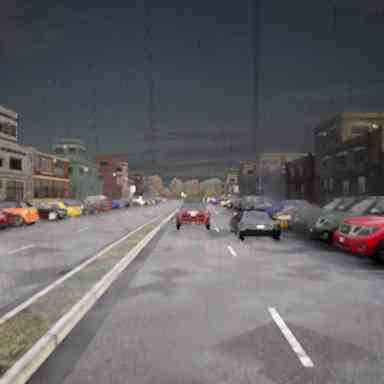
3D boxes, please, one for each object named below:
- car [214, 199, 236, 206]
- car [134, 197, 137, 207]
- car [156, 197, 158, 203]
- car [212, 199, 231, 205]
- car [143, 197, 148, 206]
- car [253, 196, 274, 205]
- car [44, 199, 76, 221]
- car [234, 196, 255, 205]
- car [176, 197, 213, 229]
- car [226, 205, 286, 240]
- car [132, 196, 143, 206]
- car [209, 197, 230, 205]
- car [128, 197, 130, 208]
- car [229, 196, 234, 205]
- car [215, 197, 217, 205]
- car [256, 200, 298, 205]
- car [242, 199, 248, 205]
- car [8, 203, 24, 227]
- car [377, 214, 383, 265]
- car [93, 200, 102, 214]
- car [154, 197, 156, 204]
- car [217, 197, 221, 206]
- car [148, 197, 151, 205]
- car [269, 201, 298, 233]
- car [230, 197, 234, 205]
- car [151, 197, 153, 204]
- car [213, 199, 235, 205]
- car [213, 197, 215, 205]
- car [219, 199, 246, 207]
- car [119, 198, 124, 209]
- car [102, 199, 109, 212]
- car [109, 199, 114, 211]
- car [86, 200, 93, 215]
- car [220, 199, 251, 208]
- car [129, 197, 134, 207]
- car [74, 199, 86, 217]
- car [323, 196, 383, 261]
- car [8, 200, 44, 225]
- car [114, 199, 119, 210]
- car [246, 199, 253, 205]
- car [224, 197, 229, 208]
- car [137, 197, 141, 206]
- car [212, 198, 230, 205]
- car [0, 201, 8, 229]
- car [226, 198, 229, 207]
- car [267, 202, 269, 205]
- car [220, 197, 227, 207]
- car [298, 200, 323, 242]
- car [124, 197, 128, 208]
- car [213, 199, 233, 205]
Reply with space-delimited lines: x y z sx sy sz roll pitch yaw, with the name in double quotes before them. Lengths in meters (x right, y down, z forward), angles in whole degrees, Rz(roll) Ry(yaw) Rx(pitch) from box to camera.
"car" 7.603 2.384 76.940 4.674 1.452 2.002 0 -1 0
"car" -12.733 2.015 58.253 4.892 1.521 2.231 0 -1 0
"car" -12.680 2.614 91.714 5.008 1.535 2.097 0 -1 0
"car" 7.581 2.552 85.341 4.674 1.452 2.002 0 -1 0
"car" -12.734 1.951 69.495 5.566 2.045 2.435 0 -1 0
"car" 7.669 1.448 27.315 4.553 1.767 2.185 0 -1 0
"car" -12.788 1.576 27.811 4.892 1.521 2.231 0 -1 0
"car" 7.666 1.425 35.588 5.566 2.045 2.435 0 -1 0
"car" 0.093 1.384 22.087 2.097 1.767 4.553 0 -1 1
"car" 3.099 1.552 17.010 1.994 1.385 4.181 0 0 0
"car" -12.743 2.029 66.681 4.553 1.767 2.185 0 -1 0
"car" 7.544 2.369 90.731 5.566 2.045 2.435 0 -1 0
"car" -12.734 1.966 52.695 4.674 1.452 2.002 0 -1 0
"car" 7.605 1.662 43.857 4.553 1.767 2.185 0 -1 0
"car" 7.809 2.135 65.916 5.366 1.575 1.946 0 -1 0
"car" 7.633 1.539 24.556 5.008 1.535 2.097 0 -1 0
"car" 7.635 1.681 32.827 4.674 1.452 2.002 0 -1 0
"car" -12.796 1.516 19.353 4.674 1.452 2.002 0 -1 0
"car" 7.634 1.443 8.025 5.008 1.535 2.097 0 0 0
"car" -12.737 1.713 36.023 4.792 1.488 2.163 0 -1 0
"car" -12.680 2.507 86.039 5.008 1.535 2.097 0 -1 0
"car" 7.450 1.995 57.640 5.366 1.575 1.946 0 -1 0
"car" -12.661 2.383 77.827 4.792 1.488 2.163 0 -1 0
"car" 7.453 1.479 19.044 5.366 1.575 1.946 0 -1 0
"car" 7.631 1.749 41.099 5.008 1.535 2.097 0 -1 0
"car" -12.870 2.402 80.607 5.366 1.575 1.946 0 -1 0
"car" 7.590 2.398 79.698 5.008 1.535 2.097 0 -1 0
"car" 7.584 1.987 71.432 5.566 2.045 2.435 0 -1 0
"car" 7.658 2.120 63.158 4.792 1.488 2.163 0 -1 0
"car" -12.741 1.843 47.263 5.008 1.535 2.097 0 -1 0
"car" -12.767 1.721 38.801 5.008 1.535 2.097 0 -1 0
"car" -12.750 1.762 41.581 4.892 1.521 2.231 0 -1 0
"car" -12.744 1.521 33.253 4.553 1.767 2.185 0 -1 0
"car" 7.820 2.040 60.402 5.366 1.575 1.946 0 -1 0
"car" -12.760 1.999 55.474 4.792 1.488 2.163 0 -1 0
"car" -12.962 1.608 30.591 5.366 1.575 1.946 0 -1 0
"car" 7.611 1.194 10.783 5.566 2.045 2.435 0 0 0
"car" -12.761 1.379 22.132 4.553 1.767 2.185 0 -1 0
"car" -12.781 1.829 44.358 4.792 1.488 2.163 0 -1 0
"car" 7.667 1.637 30.071 4.792 1.488 2.163 0 -1 0
"car" 7.633 1.909 49.405 4.674 1.452 2.002 0 -1 0
"car" -12.713 2.145 63.808 4.674 1.452 2.002 0 -1 0
"car" 7.547 2.440 87.971 4.553 1.767 2.185 0 -1 0
"car" -12.774 1.203 16.580 5.566 2.045 2.435 0 0 0
"car" 7.665 1.856 46.612 4.792 1.488 2.163 0 -1 0
"car" 7.636 1.550 21.801 4.674 1.452 2.002 0 -1 0
"car" 7.606 1.983 54.882 4.792 1.488 2.163 0 -1 0
"car" 7.610 1.198 13.536 5.566 2.045 2.435 0 0 0
"car" -12.747 1.886 50.042 4.892 1.521 2.231 0 -1 0
"car" 7.587 2.494 82.453 4.674 1.452 2.002 0 -1 0
